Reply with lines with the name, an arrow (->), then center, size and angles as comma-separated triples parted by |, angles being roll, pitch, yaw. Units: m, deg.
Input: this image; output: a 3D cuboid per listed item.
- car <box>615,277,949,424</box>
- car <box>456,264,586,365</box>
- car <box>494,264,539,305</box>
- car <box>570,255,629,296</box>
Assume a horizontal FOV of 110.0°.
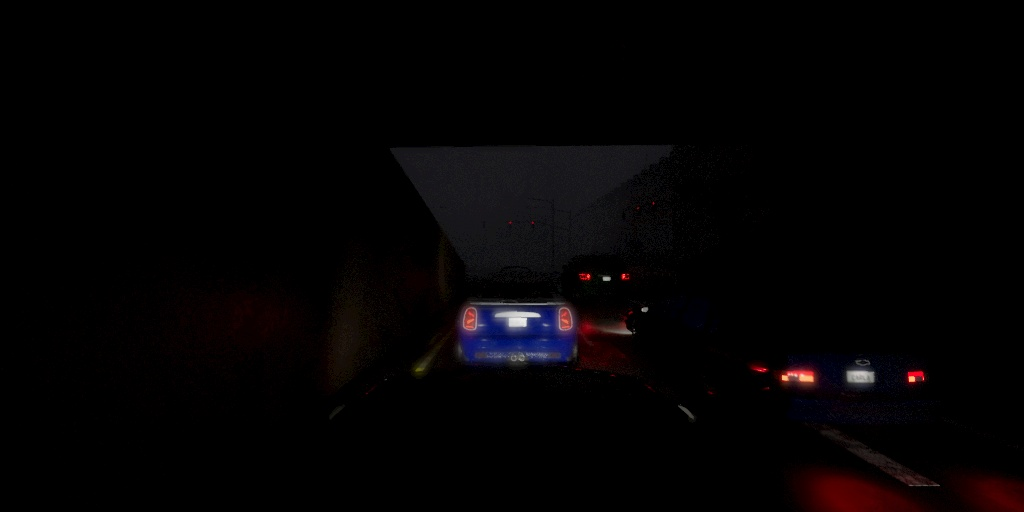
car -> 3.612, 1.297, 6.212 | 2.033, 1.411, 5.357 | 0, 0, 0
car -> 0.108, 1.102, 7.984 | 2.097, 1.767, 4.553 | 0, 0, 0
car -> 0.136, 1.228, 17.267 | 1.882, 1.535, 5.008 | 0, 0, -1
car -> 3.649, 0.971, 16.458 | 2.150, 2.045, 5.566 | 0, 0, 0
